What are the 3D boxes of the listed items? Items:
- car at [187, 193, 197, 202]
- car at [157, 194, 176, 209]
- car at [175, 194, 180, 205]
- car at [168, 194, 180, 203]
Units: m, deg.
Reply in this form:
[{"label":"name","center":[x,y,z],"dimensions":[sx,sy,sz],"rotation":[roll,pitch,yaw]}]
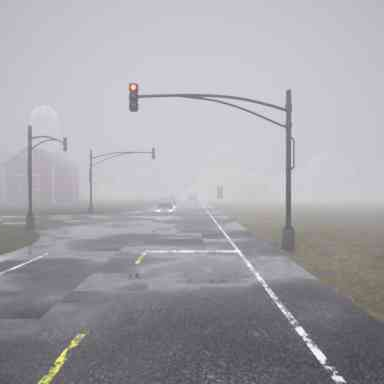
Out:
[{"label":"car","center":[0.067,1.134,74.720],"dimensions":[2.150,2.045,5.566],"rotation":[0,0,0]},{"label":"car","center":[-3.561,1.443,45.112],"dimensions":[1.882,1.535,5.008],"rotation":[0,0,0]},{"label":"car","center":[-3.546,1.515,55.006],"dimensions":[1.994,1.385,4.181],"rotation":[0,0,0]},{"label":"car","center":[-3.476,1.285,66.114],"dimensions":[2.097,1.767,4.553],"rotation":[0,0,1]}]
